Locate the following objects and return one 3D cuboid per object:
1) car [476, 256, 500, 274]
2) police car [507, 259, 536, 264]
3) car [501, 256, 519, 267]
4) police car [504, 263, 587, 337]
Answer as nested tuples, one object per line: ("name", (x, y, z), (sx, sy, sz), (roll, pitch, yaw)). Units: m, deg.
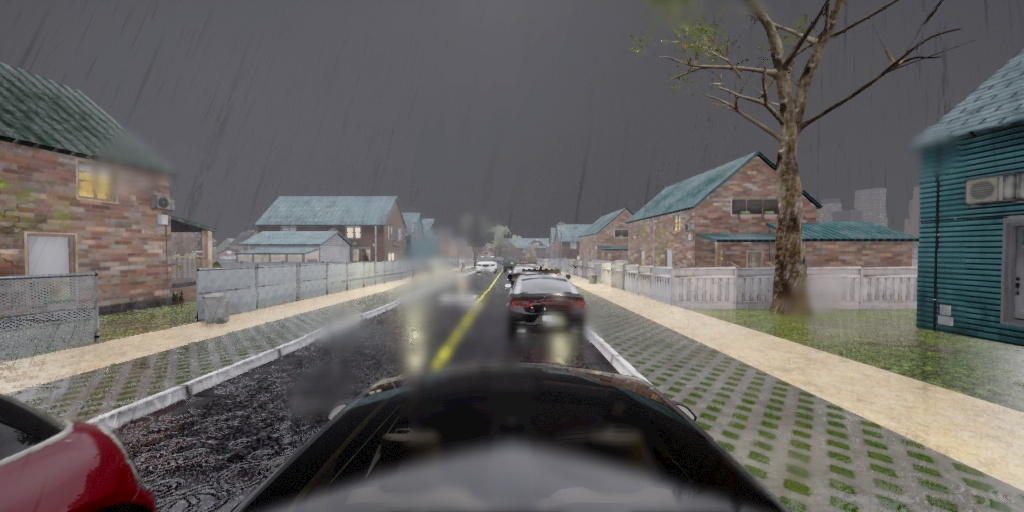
("car", (-2.842, 1.012, 41.159), (2.150, 2.045, 5.566), (0, 0, 0))
("police car", (0.828, 1.182, 20.370), (1.930, 1.638, 5.238), (0, 0, 0))
("car", (0.029, 1.026, 47.016), (2.150, 2.045, 5.566), (0, 0, 0))
("police car", (0.827, 1.174, 10.368), (1.930, 1.638, 5.238), (0, 0, 0))
